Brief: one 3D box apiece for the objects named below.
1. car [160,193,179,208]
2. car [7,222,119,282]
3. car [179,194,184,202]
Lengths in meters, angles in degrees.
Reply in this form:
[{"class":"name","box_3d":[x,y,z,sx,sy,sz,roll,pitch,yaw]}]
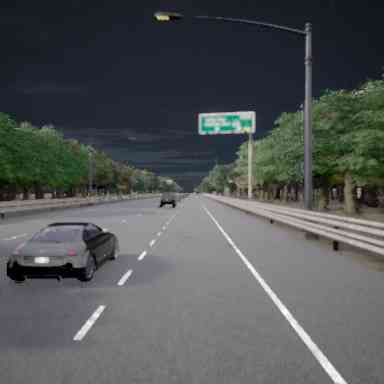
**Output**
[{"class":"car","box_3d":[-3.429,1.194,48.568,2.150,2.045,5.566,0,0,0]},{"class":"car","box_3d":[-3.500,1.562,9.771,1.994,1.385,4.181,0,0,0]},{"class":"car","box_3d":[-3.373,1.495,73.703,2.033,1.411,5.357,0,0,0]}]
